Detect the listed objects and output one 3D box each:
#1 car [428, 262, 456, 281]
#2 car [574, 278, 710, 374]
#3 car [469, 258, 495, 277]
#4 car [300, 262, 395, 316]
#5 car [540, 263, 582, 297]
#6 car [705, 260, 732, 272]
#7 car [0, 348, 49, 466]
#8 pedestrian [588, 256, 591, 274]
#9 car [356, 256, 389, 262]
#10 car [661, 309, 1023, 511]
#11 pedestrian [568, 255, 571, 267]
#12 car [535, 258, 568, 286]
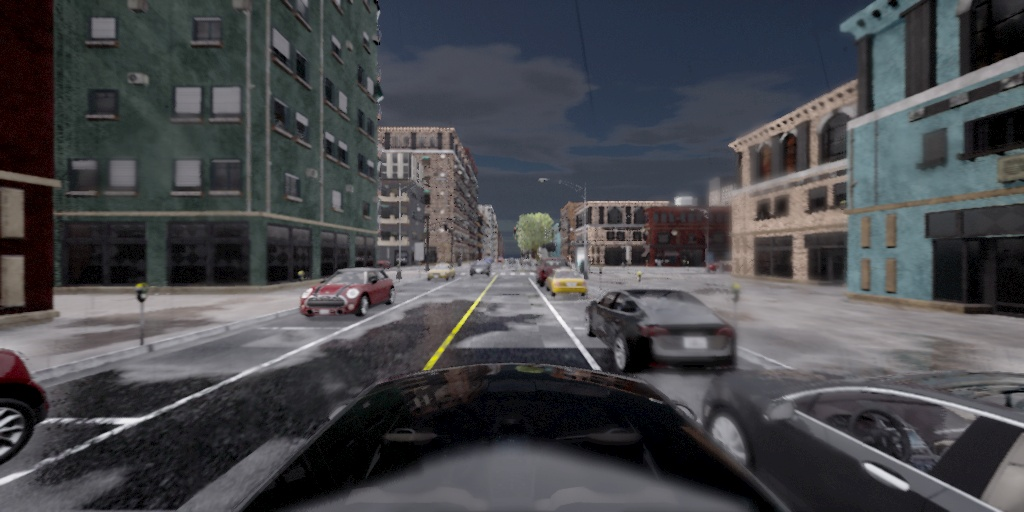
[{"bbox_3d":[-5.693,1.221,29.326,1.751,1.417,4.829,0,0,0],"label":"car"},{"bbox_3d":[2.690,1.305,7.337,1.948,1.339,4.313,0,0,0],"label":"car"},{"bbox_3d":[-3.013,1.178,34.985,2.128,1.511,4.902,0,0,0],"label":"car"},{"bbox_3d":[-5.691,1.168,12.877,1.967,1.591,4.097,0,0,0],"label":"car"},{"bbox_3d":[2.689,1.243,18.586,1.751,1.417,4.829,0,0,0],"label":"car"},{"bbox_3d":[26.144,1.341,43.985,4.507,1.381,1.888,0,0,0],"label":"car"},{"bbox_3d":[-5.690,1.189,1.797,1.967,1.591,4.097,0,0,0],"label":"car"},{"bbox_3d":[8.133,0.930,37.899,0.375,1.860,0.375,0,0,0],"label":"pedestrian"},{"bbox_3d":[-17.279,0.930,43.725,5.009,1.841,2.192,0,0,0],"label":"car"},{"bbox_3d":[2.691,1.301,1.797,2.007,1.370,4.403,0,0,0],"label":"car"},{"bbox_3d":[6.132,0.821,38.499,0.375,1.860,0.375,0,0,0],"label":"pedestrian"},{"bbox_3d":[2.689,1.022,23.956,2.192,1.841,5.009,0,0,0],"label":"car"}]
